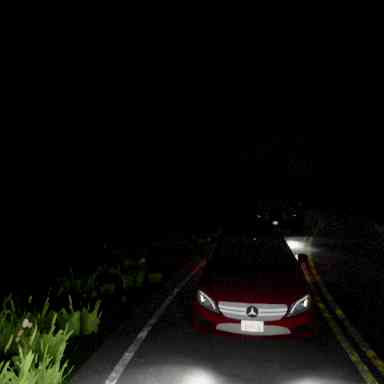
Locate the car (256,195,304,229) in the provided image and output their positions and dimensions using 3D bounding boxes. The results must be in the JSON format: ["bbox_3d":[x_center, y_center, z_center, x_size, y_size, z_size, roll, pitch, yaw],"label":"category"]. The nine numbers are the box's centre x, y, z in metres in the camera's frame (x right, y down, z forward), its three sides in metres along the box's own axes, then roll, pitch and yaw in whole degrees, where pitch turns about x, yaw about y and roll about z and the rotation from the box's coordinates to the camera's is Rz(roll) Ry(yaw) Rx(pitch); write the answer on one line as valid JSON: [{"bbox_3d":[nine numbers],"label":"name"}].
[{"bbox_3d":[5.276,1.212,19.530,2.150,2.045,5.566,-2,-1,22],"label":"car"}]

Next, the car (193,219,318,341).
[{"bbox_3d":[1.233,1.534,6.738,1.812,1.442,4.674,-1,0,11],"label":"car"}]
